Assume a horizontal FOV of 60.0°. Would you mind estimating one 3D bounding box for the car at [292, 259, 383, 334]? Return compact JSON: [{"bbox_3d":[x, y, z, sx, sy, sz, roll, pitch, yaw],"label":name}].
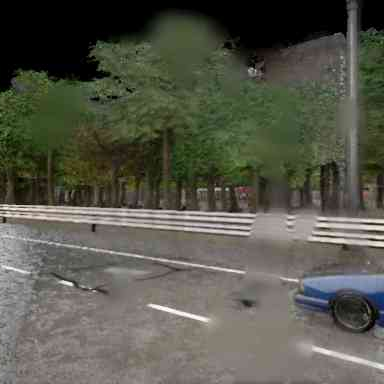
[{"bbox_3d":[4.402,1.549,5.029,5.357,1.411,2.033,0,0,35],"label":"car"}]
